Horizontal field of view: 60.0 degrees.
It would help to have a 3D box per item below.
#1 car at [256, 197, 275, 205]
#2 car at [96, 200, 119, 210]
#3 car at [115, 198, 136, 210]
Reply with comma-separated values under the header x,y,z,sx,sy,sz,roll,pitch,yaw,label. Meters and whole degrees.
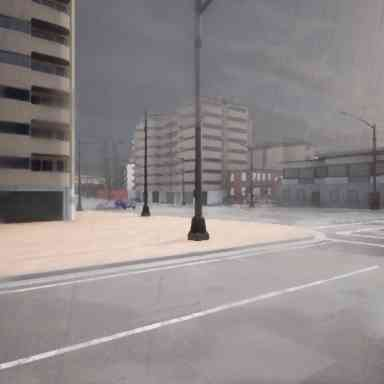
x,y,z,sx,sy,sz,roll,pitch,yaw,label
14.749,1.795,66.586,1.970,1.475,3.806,0,-1,-37,car
-14.714,2.474,56.738,1.895,1.301,4.718,0,-1,-37,car
-11.917,2.135,58.841,2.150,2.045,5.566,0,-1,-37,car
